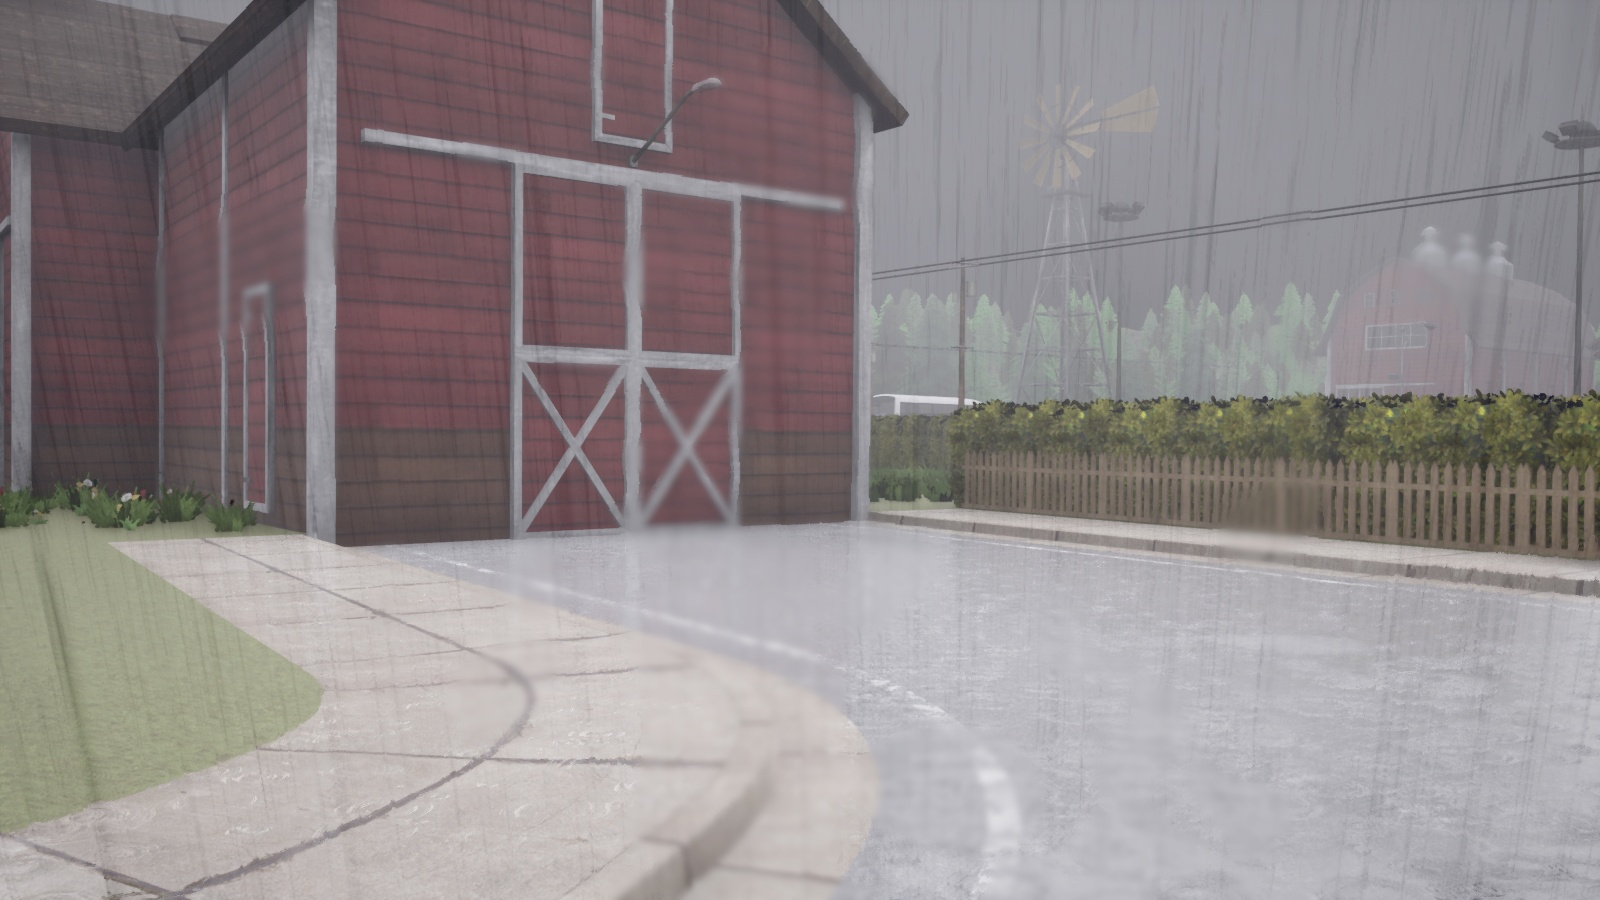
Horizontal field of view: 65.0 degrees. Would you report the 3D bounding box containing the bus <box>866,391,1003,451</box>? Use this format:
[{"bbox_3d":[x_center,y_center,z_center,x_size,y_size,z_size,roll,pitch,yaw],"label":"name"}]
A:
[{"bbox_3d":[10.158,-2.078,94.168,10.273,4.253,3.944,0,0,-37],"label":"bus"}]
